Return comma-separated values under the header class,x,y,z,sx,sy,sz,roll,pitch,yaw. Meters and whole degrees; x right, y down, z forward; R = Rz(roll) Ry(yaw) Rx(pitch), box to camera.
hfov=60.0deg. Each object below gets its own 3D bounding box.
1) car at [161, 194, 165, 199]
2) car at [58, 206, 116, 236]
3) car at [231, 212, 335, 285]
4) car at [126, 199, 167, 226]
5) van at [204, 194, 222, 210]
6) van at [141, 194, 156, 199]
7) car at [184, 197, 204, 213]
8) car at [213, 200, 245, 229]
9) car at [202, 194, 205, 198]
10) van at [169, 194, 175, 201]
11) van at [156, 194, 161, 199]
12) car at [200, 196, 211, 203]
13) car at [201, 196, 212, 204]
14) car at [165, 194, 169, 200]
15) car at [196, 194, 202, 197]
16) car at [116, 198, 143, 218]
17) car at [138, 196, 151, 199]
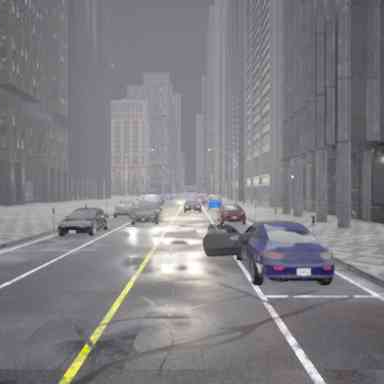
class,x,y,z,sx,sy,sz,roll,pitch,yaw
car,-5.763,1.381,52.031,1.967,1.590,4.097,0,0,0
car,-5.763,1.545,18.187,1.947,1.339,4.313,0,0,0
car,2.354,1.515,9.295,1.812,1.442,4.674,0,0,0
car,-3.097,1.478,23.520,1.837,1.490,4.892,0,0,0
van,2.762,1.295,40.754,1.690,1.788,3.998,0,0,0
van,-5.763,1.295,40.749,1.690,1.788,3.998,0,0,0
car,0.077,1.559,36.613,1.895,1.301,4.718,0,0,0
car,2.762,1.518,23.832,1.887,1.381,4.507,0,0,0
car,2.763,1.516,57.676,1.802,1.307,4.206,0,0,0
van,-5.762,1.248,80.236,1.690,1.788,3.998,0,0,0
van,-5.763,1.288,46.390,1.690,1.788,3.998,0,0,0
car,2.764,1.486,68.957,1.947,1.339,4.313,0,0,0
car,2.764,1.509,63.317,1.802,1.307,4.206,0,0,0
car,-5.763,1.249,57.672,2.192,1.841,5.009,0,0,0
car,0.020,1.424,46.880,1.882,1.535,5.008,0,0,0
car,-5.763,1.517,29.468,2.008,1.369,4.403,0,0,0
car,-5.763,1.486,34.939,1.752,1.417,4.829,0,0,0
